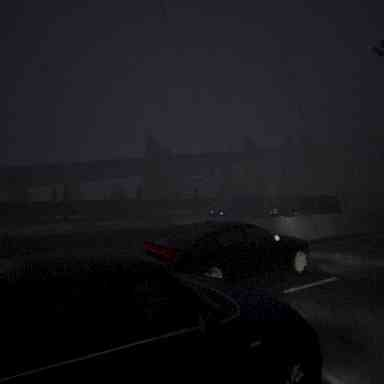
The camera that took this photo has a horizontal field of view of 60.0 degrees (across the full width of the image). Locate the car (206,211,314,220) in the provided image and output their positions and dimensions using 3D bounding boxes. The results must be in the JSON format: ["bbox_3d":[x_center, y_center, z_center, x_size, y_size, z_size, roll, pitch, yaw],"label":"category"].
[{"bbox_3d":[1.088,1.489,8.823,5.008,1.535,1.882,0,0,-36],"label":"car"}]

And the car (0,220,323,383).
[{"bbox_3d":[-0.785,1.362,3.188,4.553,1.767,2.097,0,0,-36],"label":"car"}]

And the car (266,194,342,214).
[{"bbox_3d":[7.913,1.227,22.532,5.566,2.045,2.150,0,0,-35],"label":"car"}]

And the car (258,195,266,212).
[{"bbox_3d":[8.345,1.224,27.134,5.566,2.045,2.150,0,0,-35],"label":"car"}]

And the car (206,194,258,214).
[{"bbox_3d":[3.834,1.226,28.218,5.566,2.045,2.150,0,0,-35],"label":"car"}]
